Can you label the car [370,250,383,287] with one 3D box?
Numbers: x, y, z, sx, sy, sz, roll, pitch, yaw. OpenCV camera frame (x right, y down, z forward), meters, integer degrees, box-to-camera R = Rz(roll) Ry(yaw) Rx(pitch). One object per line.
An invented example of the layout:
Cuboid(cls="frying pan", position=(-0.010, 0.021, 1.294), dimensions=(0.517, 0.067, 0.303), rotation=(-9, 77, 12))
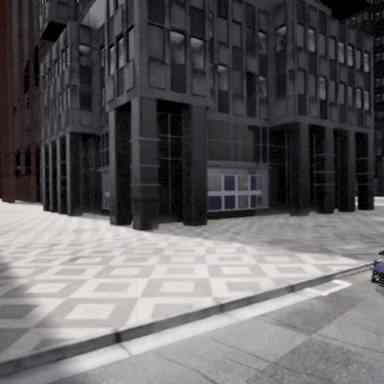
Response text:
Cuboid(cls="car", position=(5.904, 1.446, 7.536), dimensions=(4.181, 1.385, 1.994), rotation=(-1, 1, -35))
